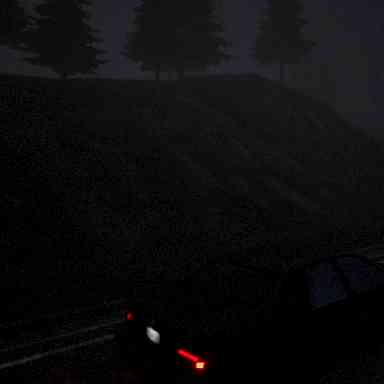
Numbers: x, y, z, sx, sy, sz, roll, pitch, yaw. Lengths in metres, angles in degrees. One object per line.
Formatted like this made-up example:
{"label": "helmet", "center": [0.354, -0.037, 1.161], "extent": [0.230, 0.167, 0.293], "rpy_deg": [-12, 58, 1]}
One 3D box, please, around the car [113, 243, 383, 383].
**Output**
{"label": "car", "center": [1.633, 1.503, 4.911], "extent": [5.357, 1.411, 2.033], "rpy_deg": [-1, 0, -36]}
